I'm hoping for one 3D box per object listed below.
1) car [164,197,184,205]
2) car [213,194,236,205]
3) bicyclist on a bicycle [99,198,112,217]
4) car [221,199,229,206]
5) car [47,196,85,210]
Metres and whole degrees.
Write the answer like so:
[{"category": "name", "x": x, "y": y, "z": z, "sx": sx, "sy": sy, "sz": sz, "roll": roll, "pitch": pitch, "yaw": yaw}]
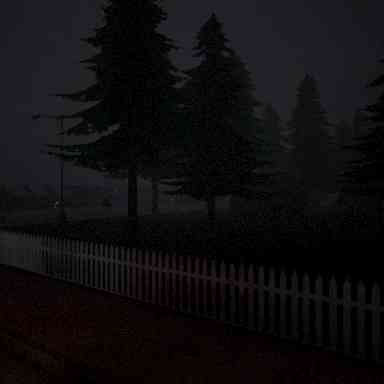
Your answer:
[{"category": "car", "x": -3.013, "y": 1.350, "z": 59.617, "sx": 2.097, "sy": 1.767, "sz": 4.553, "roll": 0, "pitch": 0, "yaw": 34}, {"category": "car", "x": 5.910, "y": 1.352, "z": 60.278, "sx": 2.097, "sy": 1.767, "sz": 4.553, "roll": 0, "pitch": 0, "yaw": 34}, {"category": "bicyclist on a bicycle", "x": -7.203, "y": 1.302, "z": 27.872, "sx": 1.656, "sy": 1.620, "sz": 0.582, "roll": 0, "pitch": 0, "yaw": 34}, {"category": "car", "x": 3.363, "y": 1.223, "z": 50.134, "sx": 2.150, "sy": 2.045, "sz": 5.566, "roll": 0, "pitch": 0, "yaw": 34}, {"category": "car", "x": -15.615, "y": 1.352, "z": 41.253, "sx": 2.097, "sy": 1.767, "sz": 4.553, "roll": 0, "pitch": 0, "yaw": 34}]
